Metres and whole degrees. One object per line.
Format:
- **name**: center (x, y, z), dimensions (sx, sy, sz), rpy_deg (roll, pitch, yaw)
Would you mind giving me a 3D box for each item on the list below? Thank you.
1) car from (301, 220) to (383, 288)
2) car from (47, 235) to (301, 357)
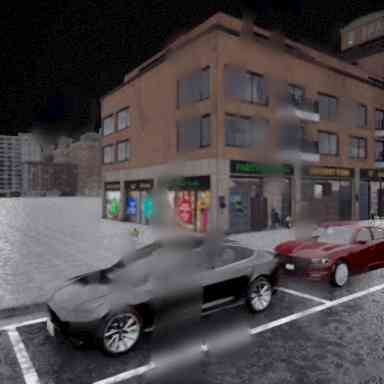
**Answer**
- **car**: center (4.148, 1.515, 9.167), dimensions (4.507, 1.381, 1.887), rpy_deg (0, 0, -36)
- **car**: center (-0.254, 1.555, 6.029), dimensions (4.313, 1.339, 1.947), rpy_deg (0, 0, -36)
